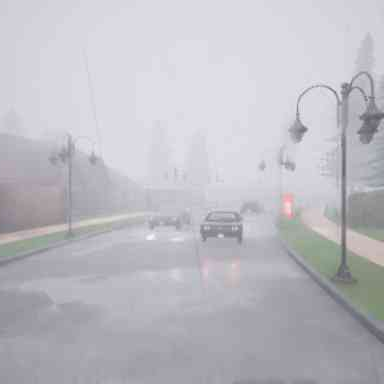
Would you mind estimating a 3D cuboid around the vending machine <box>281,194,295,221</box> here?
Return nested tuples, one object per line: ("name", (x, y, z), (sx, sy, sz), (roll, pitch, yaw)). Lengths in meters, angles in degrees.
("vending machine", (7.698, 1.193, 26.730), (1.100, 2.100, 0.880), (0, 0, 16))

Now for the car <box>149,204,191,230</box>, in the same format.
("car", (-1.256, 1.500, 21.086), (1.812, 1.442, 4.674), (0, 0, 12))

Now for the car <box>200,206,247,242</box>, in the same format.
("car", (1.608, 1.589, 16.533), (1.895, 1.301, 4.718), (0, 0, 9))

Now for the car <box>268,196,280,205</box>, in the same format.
("car", (14.766, 1.481, 58.021), (2.128, 1.511, 4.902), (0, 0, 35))

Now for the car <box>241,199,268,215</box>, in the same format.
("car", (6.190, 1.491, 33.732), (1.837, 1.490, 4.892), (0, 0, 20))
